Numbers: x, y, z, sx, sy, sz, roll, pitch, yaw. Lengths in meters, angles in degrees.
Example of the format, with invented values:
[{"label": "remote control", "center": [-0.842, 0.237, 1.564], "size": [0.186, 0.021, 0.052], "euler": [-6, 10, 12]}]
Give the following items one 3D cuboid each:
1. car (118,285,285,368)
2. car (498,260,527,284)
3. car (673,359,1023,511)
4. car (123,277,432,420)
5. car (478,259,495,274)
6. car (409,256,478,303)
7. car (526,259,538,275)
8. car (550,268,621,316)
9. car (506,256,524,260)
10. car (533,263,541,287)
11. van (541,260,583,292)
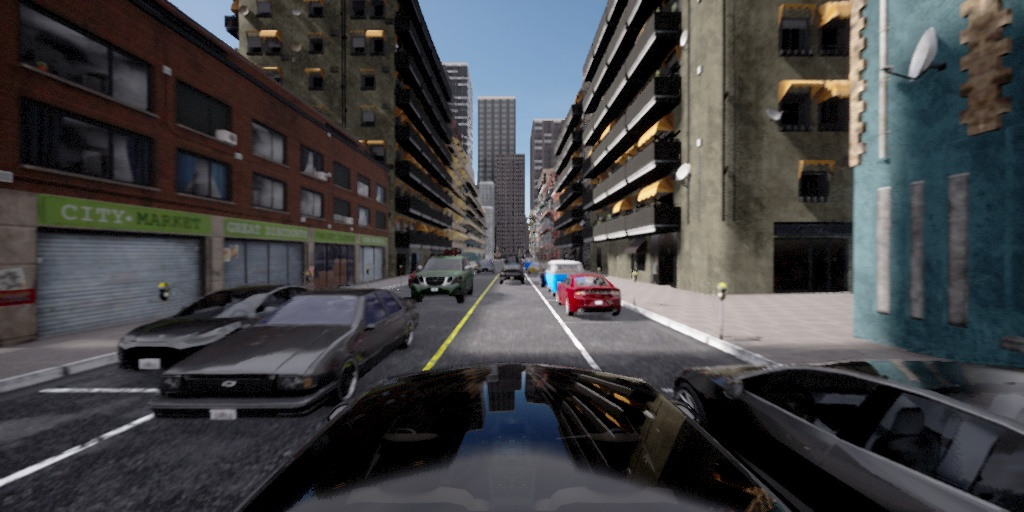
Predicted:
[{"label": "car", "center": [-5.693, 1.325, 7.812], "size": [1.948, 1.339, 4.313], "euler": [0, 0, 0]}, {"label": "car", "center": [0.016, 1.299, 27.997], "size": [1.837, 1.490, 4.892], "euler": [0, 0, 1]}, {"label": "car", "center": [2.688, 1.317, 2.277], "size": [1.948, 1.339, 4.313], "euler": [0, 0, 0]}, {"label": "car", "center": [-3.100, 1.305, 6.484], "size": [2.033, 1.411, 5.357], "euler": [0, 0, -1]}, {"label": "car", "center": [-3.011, 1.384, 42.418], "size": [1.994, 1.385, 4.181], "euler": [0, 0, 0]}, {"label": "car", "center": [-3.089, 0.996, 17.109], "size": [2.150, 2.045, 5.566], "euler": [0, 0, 0]}, {"label": "car", "center": [2.685, 1.341, 41.110], "size": [1.751, 1.417, 4.829], "euler": [0, 0, 0]}, {"label": "car", "center": [2.687, 1.313, 13.324], "size": [1.888, 1.381, 4.507], "euler": [0, 0, 0]}, {"label": "car", "center": [0.082, 1.051, 47.146], "size": [2.150, 2.045, 5.566], "euler": [0, 0, 0]}, {"label": "car", "center": [2.686, 1.352, 24.371], "size": [1.948, 1.339, 4.313], "euler": [0, 0, 0]}, {"label": "van", "center": [2.687, 1.118, 18.847], "size": [1.690, 1.789, 3.998], "euler": [0, 0, 0]}]
